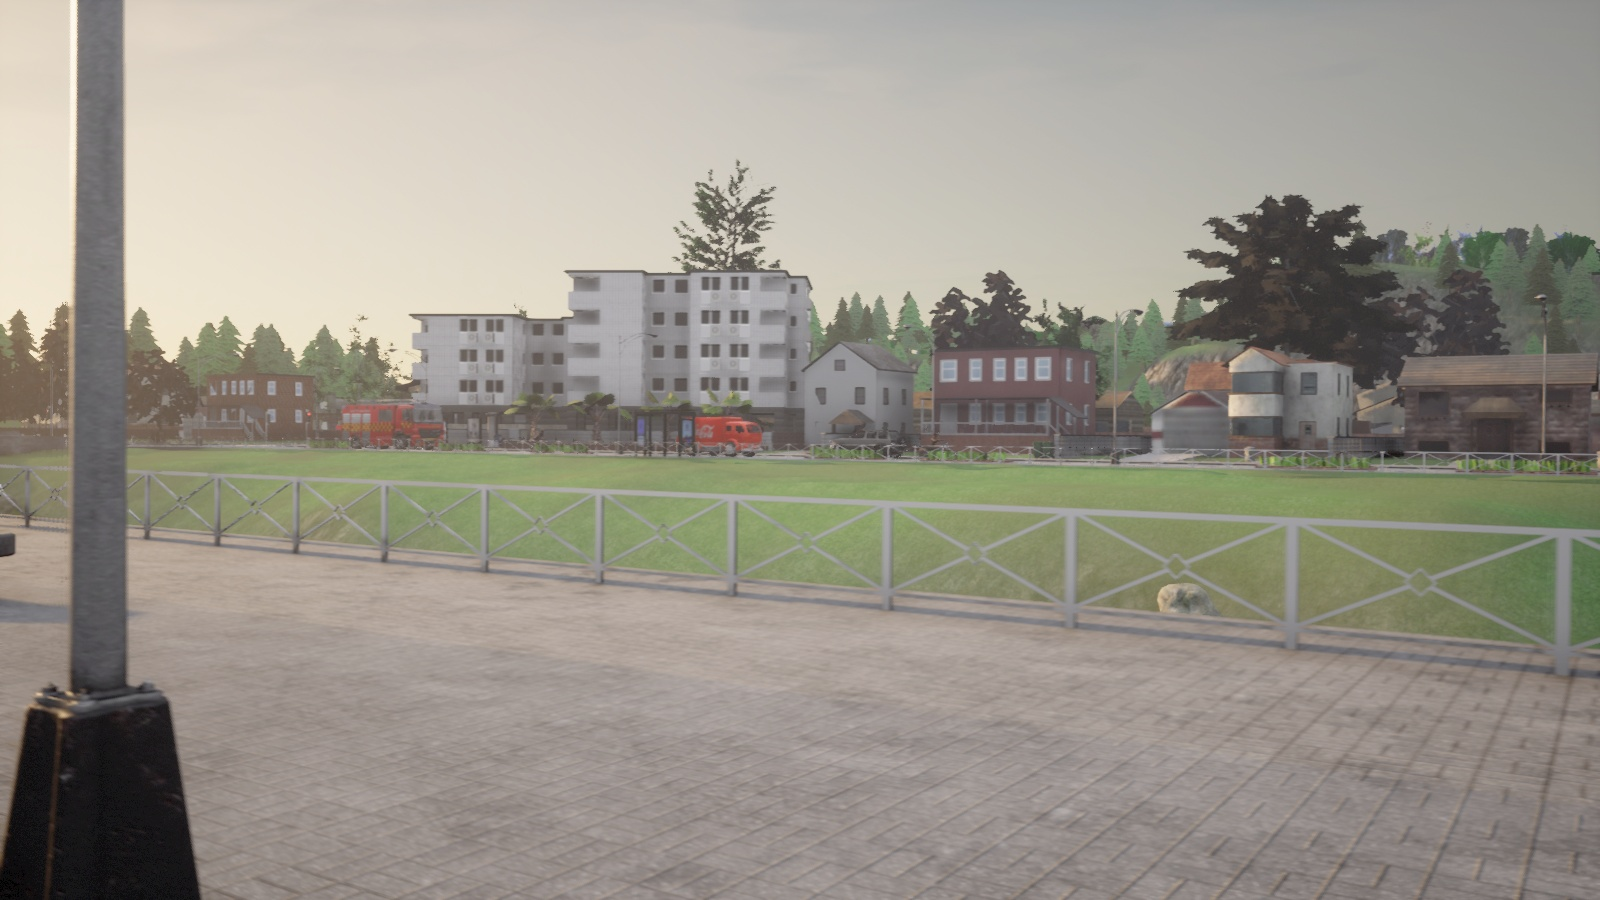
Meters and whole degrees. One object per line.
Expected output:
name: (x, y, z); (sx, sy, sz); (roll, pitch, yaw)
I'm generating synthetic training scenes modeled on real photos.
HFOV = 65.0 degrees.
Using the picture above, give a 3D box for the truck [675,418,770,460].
truck: (-4.722, -0.680, 76.450); (5.204, 2.467, 2.627); (0, 1, 34)

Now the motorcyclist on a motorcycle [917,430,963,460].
motorcyclist on a motorcycle: (7.618, -0.271, 68.306); (2.350, 1.649, 0.766); (0, 1, 34)

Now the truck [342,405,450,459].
truck: (-30.033, -1.312, 93.137); (8.468, 3.827, 2.891); (0, 1, 33)

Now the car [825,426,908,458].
car: (3.999, -0.459, 75.484); (4.605, 1.855, 1.932); (0, 1, 33)
